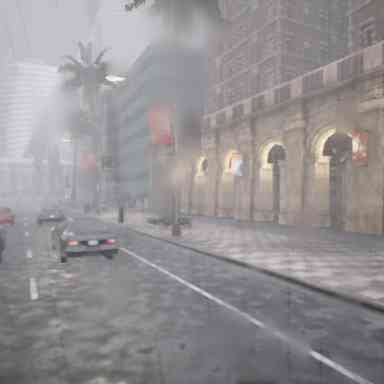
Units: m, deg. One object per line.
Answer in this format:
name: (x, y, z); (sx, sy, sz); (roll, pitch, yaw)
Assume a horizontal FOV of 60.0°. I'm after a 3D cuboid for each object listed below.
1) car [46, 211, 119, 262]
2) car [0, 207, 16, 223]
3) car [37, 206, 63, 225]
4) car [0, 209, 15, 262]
car: (-4.250, 1.669, 12.768); (2.033, 1.411, 5.357); (0, -1, -27)
car: (-14.575, 1.799, 25.350); (1.994, 1.385, 4.181); (0, -1, -27)
car: (-11.462, 1.816, 26.946); (1.994, 1.385, 4.181); (0, -1, -26)
car: (-7.807, 1.605, 12.065); (2.128, 1.511, 4.902); (0, 0, -27)
